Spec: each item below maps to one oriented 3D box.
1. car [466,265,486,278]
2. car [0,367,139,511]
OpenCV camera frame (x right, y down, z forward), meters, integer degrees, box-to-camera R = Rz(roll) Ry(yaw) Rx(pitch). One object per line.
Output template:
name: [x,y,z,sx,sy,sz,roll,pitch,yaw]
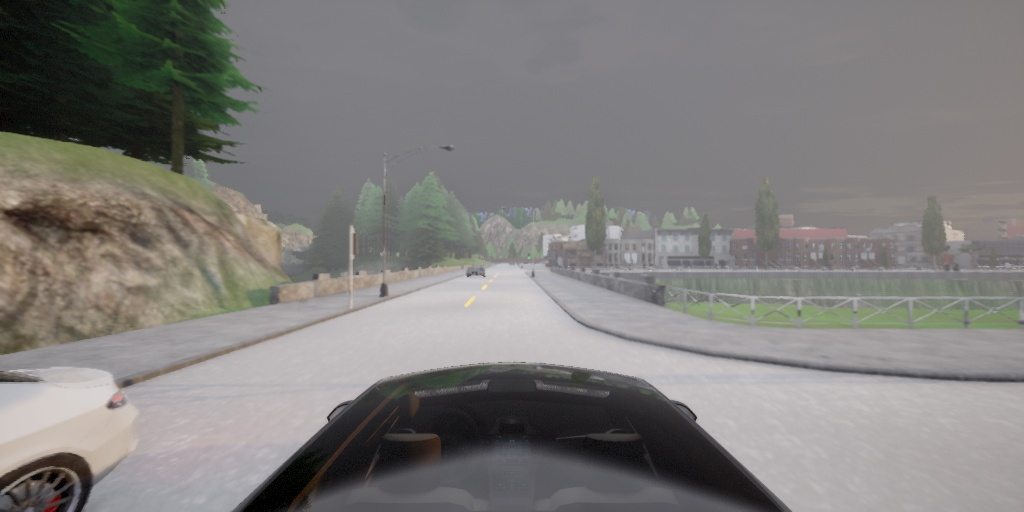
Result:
car: [-3.989,1.696,40.318,1.994,1.385,4.181,0,0,0]
car: [-3.988,1.315,1.025,1.812,1.442,4.674,0,0,0]
